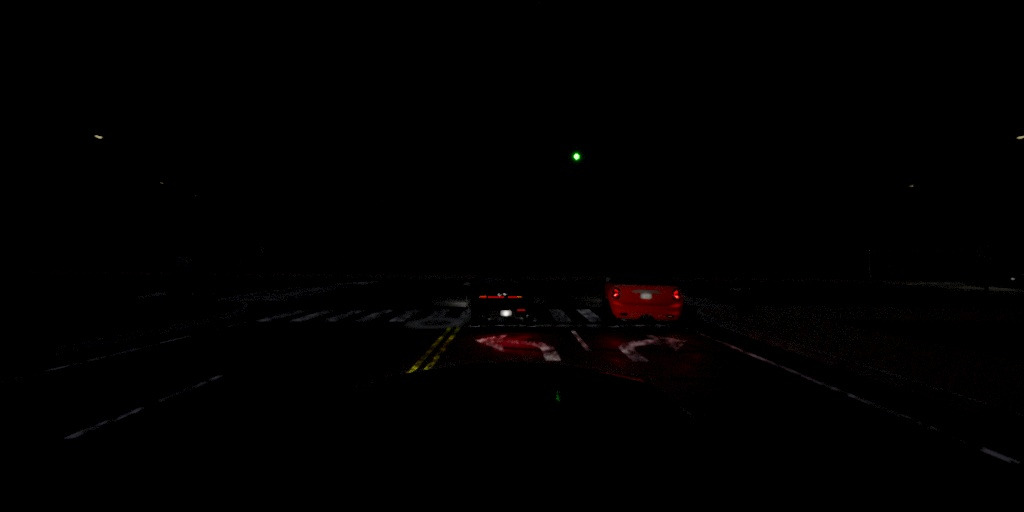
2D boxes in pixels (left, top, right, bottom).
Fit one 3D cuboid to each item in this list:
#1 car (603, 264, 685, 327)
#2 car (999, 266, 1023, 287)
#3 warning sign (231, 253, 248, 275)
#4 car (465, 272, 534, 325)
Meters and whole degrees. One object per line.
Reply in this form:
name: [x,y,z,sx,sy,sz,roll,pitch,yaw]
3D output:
car: [4.188,1.134,11.897,2.097,1.767,4.553,0,0,14]
car: [39.900,1.364,26.502,5.566,2.045,2.150,0,0,2]
warning sign: [-23.435,0.669,30.952,1.060,1.860,1.300,0,0,2]
car: [-0.514,1.282,12.035,1.837,1.490,4.892,0,0,-9]
